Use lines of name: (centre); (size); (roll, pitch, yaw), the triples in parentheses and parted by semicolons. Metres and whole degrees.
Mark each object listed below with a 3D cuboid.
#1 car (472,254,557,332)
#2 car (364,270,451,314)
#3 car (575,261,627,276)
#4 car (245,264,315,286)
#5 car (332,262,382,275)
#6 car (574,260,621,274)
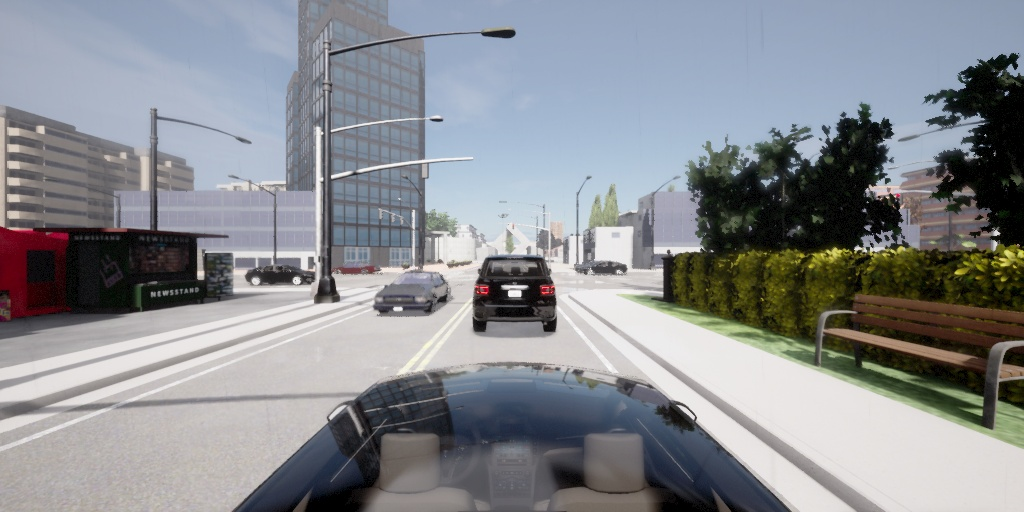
car: (0.082, 0.971, 11.013); (2.150, 2.045, 5.566); (0, 0, 0)
car: (-3.630, 1.297, 14.044); (2.033, 1.411, 5.357); (0, 0, 0)
car: (9.343, 1.253, 36.996); (4.892, 1.490, 1.837); (0, 0, 0)
car: (-16.620, 1.362, 26.120); (4.892, 1.490, 1.837); (-1, 0, 0)
car: (-17.549, 1.422, 40.311); (5.357, 1.411, 2.033); (-1, 0, 0)
car: (9.628, 1.254, 40.645); (4.892, 1.490, 1.837); (0, 0, 3)
